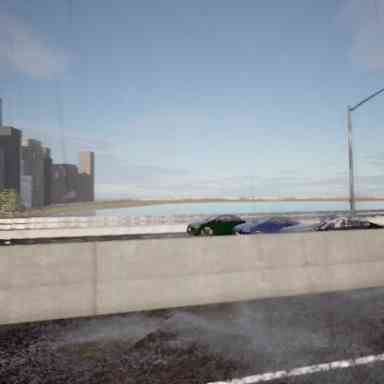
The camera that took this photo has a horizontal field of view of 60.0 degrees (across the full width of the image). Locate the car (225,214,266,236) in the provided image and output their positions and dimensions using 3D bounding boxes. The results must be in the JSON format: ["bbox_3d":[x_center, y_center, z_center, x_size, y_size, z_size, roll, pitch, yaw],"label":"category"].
[{"bbox_3d":[4.265,1.979,17.948,4.181,1.385,1.994,0,-2,-15],"label":"car"}]

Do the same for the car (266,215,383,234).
[{"bbox_3d":[6.165,1.796,14.840,4.902,1.511,2.128,0,-2,-15],"label":"car"}]

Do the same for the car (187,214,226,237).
[{"bbox_3d":[1.803,2.094,20.905,4.181,1.385,1.994,0,-2,-15],"label":"car"}]
